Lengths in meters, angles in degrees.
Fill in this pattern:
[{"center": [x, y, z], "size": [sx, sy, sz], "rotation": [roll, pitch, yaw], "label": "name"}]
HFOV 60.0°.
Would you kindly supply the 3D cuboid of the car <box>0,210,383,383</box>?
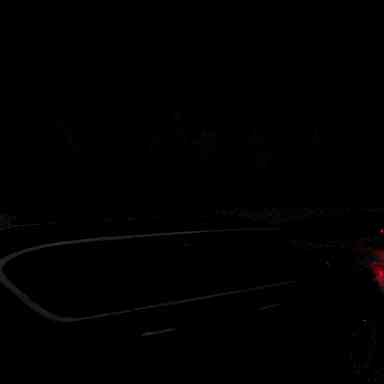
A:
[{"center": [-0.007, 1.235, 3.756], "size": [5.566, 2.045, 2.150], "rotation": [1, -1, -36], "label": "car"}]
